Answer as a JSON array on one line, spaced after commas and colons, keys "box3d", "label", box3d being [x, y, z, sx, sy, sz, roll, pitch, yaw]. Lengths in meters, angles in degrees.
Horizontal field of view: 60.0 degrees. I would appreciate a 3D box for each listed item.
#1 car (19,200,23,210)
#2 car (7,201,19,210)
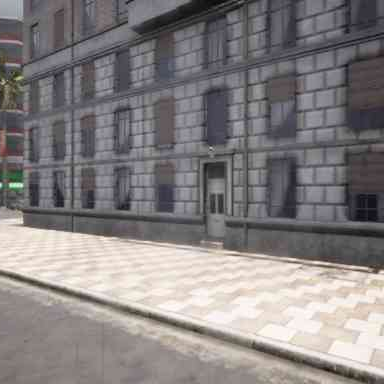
[{"box3d": [-17.706, 1.524, 40.091, 1.812, 1.442, 4.674, 0, 0, 36], "label": "car"}, {"box3d": [-20.802, 1.562, 41.775, 1.994, 1.385, 4.181, 0, 0, 36], "label": "car"}]
